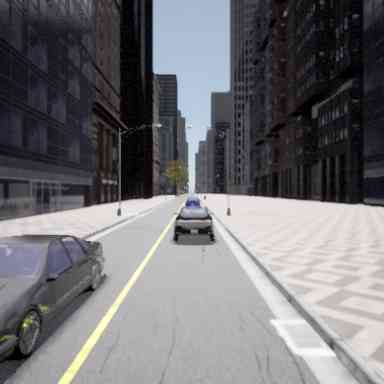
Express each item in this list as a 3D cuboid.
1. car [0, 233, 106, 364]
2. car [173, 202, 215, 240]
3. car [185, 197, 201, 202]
[{"bbox_3d":[-3.070,1.534,6.155,2.033,1.411,5.357,0,0,0],"label":"car"},{"bbox_3d":[0.098,1.455,16.561,2.128,1.511,4.902,0,0,0],"label":"car"},{"bbox_3d":[0.106,1.371,43.587,1.882,1.535,5.008,0,0,0],"label":"car"}]
